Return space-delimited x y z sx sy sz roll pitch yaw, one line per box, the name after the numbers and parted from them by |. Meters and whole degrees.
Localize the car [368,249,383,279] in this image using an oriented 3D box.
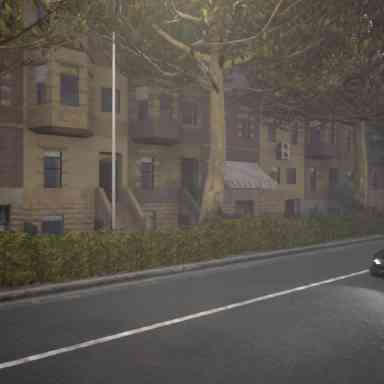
6.859 1.547 8.751 5.357 1.411 2.033 0 0 -35 | car
